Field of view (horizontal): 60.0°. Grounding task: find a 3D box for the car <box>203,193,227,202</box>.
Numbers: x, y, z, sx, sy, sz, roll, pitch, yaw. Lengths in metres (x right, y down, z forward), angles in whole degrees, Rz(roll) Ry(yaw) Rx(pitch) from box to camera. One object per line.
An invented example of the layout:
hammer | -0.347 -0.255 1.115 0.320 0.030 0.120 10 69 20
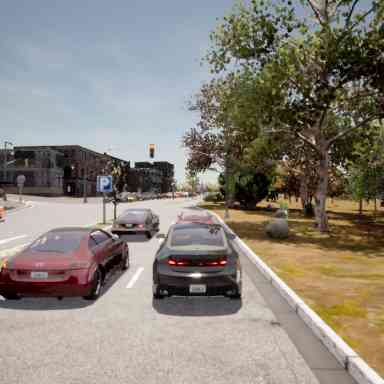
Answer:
car | 4.653 1.142 68.372 4.553 1.767 2.185 1 0 -14

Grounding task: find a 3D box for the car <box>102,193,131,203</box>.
car | -14.457 1.359 62.804 4.792 1.488 2.163 -1 0 -15

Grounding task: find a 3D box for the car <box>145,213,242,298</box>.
car | 0.107 1.515 8.481 1.837 1.490 4.892 0 0 0

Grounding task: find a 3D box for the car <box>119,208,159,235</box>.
car | -2.848 1.572 17.654 2.033 1.411 5.357 0 0 1

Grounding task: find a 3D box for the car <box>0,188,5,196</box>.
car | -31.175 0.137 53.669 2.002 1.452 4.674 6 -3 -19

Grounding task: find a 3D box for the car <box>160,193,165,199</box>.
car | -11.020 1.065 89.745 5.566 2.045 2.435 -1 0 -12

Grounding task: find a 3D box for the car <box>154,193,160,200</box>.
car | -11.470 1.358 86.739 4.674 1.452 2.002 -1 0 -12

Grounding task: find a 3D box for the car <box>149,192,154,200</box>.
car | -12.284 1.359 80.756 4.674 1.452 2.002 -1 0 -13

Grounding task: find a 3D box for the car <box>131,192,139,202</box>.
car | -13.812 1.316 65.796 5.366 1.575 1.946 -1 0 -15

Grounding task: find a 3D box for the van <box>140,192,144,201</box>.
van | -13.255 1.093 71.788 4.442 1.987 1.878 -1 0 -14

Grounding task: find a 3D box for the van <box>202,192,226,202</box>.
van | 4.270 1.043 65.402 4.442 1.987 1.878 1 0 -14

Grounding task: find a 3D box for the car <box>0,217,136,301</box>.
car | -2.903 1.574 8.434 1.994 1.385 4.181 0 0 1

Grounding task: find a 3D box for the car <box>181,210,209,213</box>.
car | 0.155 1.625 17.749 1.895 1.301 4.718 0 0 0

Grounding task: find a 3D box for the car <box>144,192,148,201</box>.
car | -13.027 1.322 74.759 4.892 1.521 2.231 -1 0 -14

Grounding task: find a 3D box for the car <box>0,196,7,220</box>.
car | -16.632 1.404 24.997 4.553 1.767 2.185 -1 0 -19

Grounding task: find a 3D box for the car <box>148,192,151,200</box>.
car | -12.655 1.360 77.755 4.674 1.452 2.002 -1 0 -13
